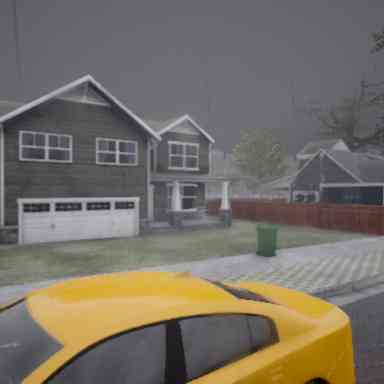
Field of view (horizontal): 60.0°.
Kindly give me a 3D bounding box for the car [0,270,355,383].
[{"bbox_3d":[-0.765,1.484,2.580,5.008,1.535,1.882,1,0,-35],"label":"car"}]
